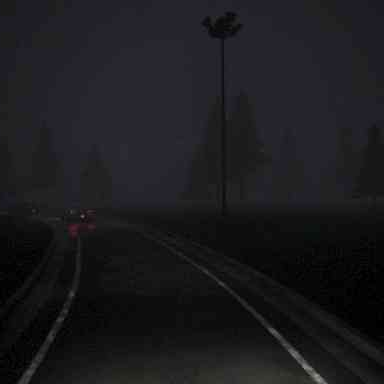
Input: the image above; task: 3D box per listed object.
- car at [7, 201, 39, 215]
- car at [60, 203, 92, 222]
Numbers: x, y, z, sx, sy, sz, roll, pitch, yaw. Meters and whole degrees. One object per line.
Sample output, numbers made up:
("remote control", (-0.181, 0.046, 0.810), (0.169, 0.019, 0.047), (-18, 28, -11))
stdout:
("car", (-19.266, 1.773, 37.921), (4.892, 1.490, 1.837), (0, 0, 38))
("car", (-9.777, 1.683, 27.940), (1.812, 1.442, 4.674), (0, 0, -32))
